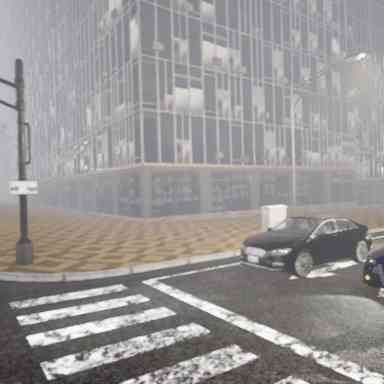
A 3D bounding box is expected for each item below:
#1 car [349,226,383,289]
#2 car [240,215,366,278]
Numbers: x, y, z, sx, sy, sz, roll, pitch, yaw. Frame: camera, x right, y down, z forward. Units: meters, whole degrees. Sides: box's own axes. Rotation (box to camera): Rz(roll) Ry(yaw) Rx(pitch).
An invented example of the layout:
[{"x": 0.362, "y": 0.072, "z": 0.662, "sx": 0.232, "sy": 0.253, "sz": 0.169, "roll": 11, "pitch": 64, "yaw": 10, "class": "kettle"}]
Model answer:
[{"x": 5.869, "y": 1.526, "z": 7.853, "sx": 4.181, "sy": 1.385, "sz": 1.994, "roll": -1, "pitch": 0, "yaw": -35, "class": "car"}, {"x": 3.626, "y": 1.490, "z": 10.253, "sx": 4.902, "sy": 1.511, "sz": 2.128, "roll": -1, "pitch": 0, "yaw": -35, "class": "car"}]
